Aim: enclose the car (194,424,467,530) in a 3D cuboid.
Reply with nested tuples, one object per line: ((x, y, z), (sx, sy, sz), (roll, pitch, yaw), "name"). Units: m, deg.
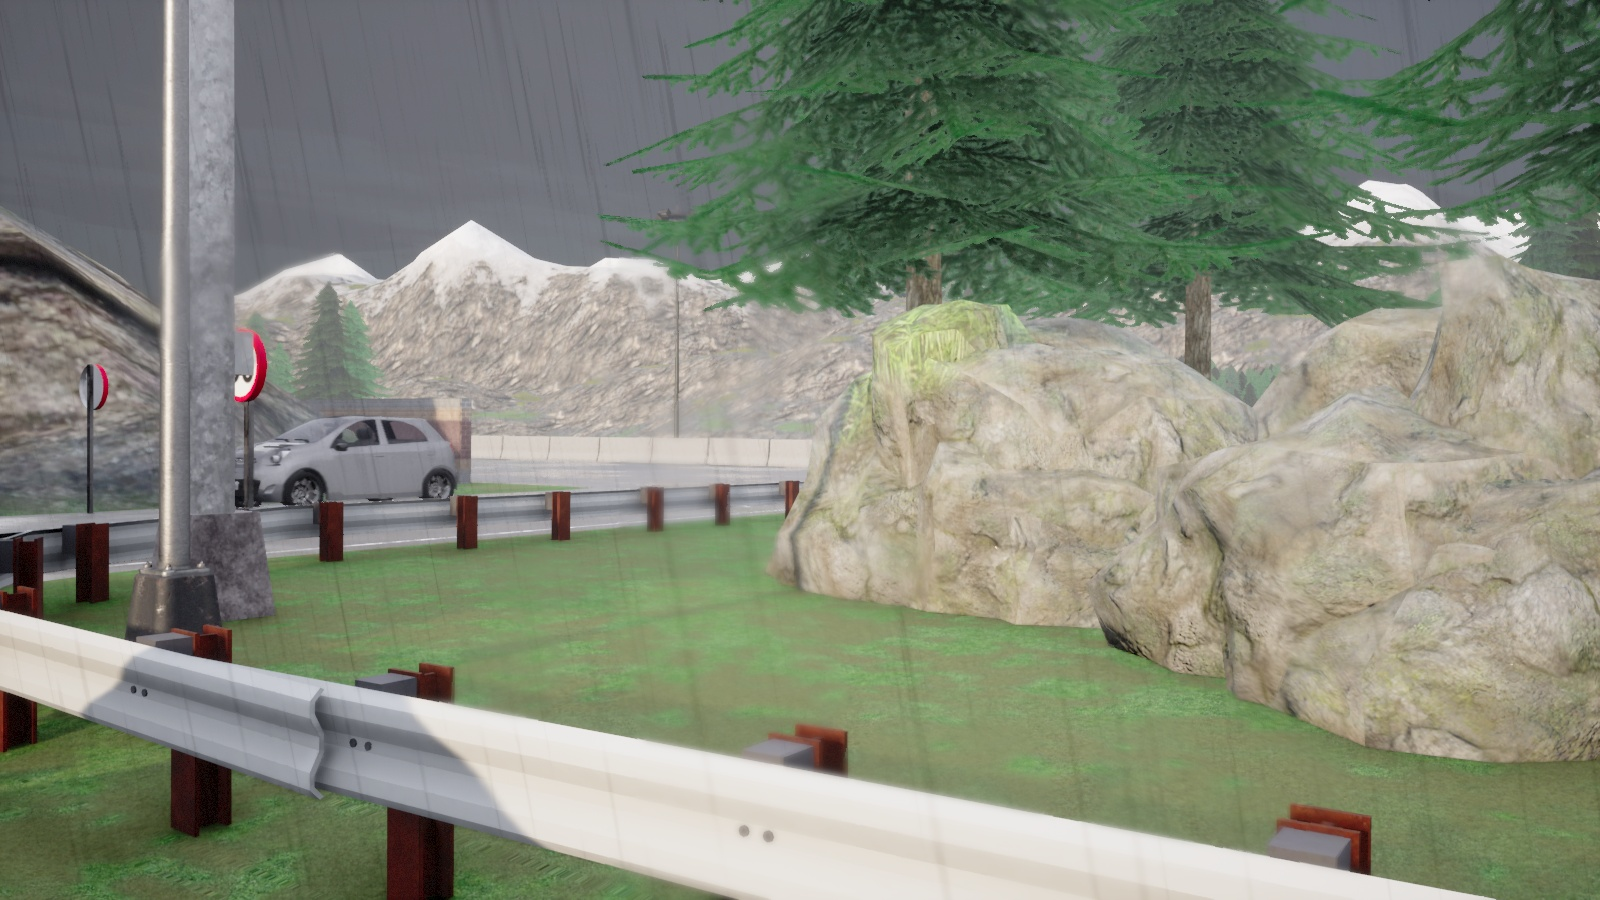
((-7.280, 0.350, 19.779), (1.845, 1.501, 3.633), (0, 1, 33), "car")
